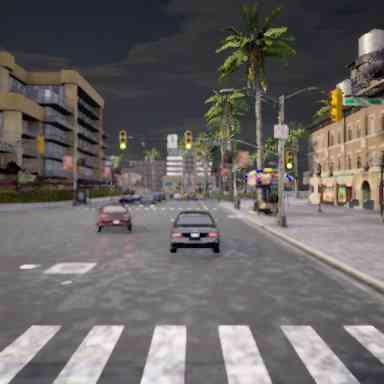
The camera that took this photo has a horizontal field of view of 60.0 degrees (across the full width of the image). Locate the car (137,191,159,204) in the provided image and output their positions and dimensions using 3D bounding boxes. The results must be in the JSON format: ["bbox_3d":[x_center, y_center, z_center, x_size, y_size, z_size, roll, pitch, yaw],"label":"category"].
[{"bbox_3d":[-7.002,1.065,53.728,2.097,1.767,4.553,0,0,0],"label":"car"}]

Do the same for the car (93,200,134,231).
[{"bbox_3d":[-4.784,1.419,19.886,1.812,1.442,4.674,0,0,-19],"label":"car"}]

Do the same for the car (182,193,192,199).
[{"bbox_3d":[-1.408,0.992,90.986,1.882,1.535,5.008,0,0,-12],"label":"car"}]

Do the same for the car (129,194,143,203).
[{"bbox_3d":[-10.502,1.142,62.857,1.882,1.535,5.008,0,0,0],"label":"car"}]

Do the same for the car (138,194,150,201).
[{"bbox_3d":[-10.504,1.149,73.156,2.033,1.411,5.357,0,0,0],"label":"car"}]

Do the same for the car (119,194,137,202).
[{"bbox_3d":[-10.502,1.314,53.714,1.895,1.301,4.718,0,0,0],"label":"car"}]

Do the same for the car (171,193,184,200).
[{"bbox_3d":[-3.656,1.088,81.072,1.812,1.442,4.674,0,0,-4],"label":"car"}]

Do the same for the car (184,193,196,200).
[{"bbox_3d":[-0.154,1.092,81.005,2.128,1.511,4.902,0,0,-4],"label":"car"}]

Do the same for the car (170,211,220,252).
[{"bbox_3d":[0.101,1.474,13.537,2.033,1.411,5.357,0,0,0],"label":"car"}]

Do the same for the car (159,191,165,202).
[{"bbox_3d":[-7.002,0.885,63.068,2.150,2.045,5.566,0,0,0],"label":"car"}]
